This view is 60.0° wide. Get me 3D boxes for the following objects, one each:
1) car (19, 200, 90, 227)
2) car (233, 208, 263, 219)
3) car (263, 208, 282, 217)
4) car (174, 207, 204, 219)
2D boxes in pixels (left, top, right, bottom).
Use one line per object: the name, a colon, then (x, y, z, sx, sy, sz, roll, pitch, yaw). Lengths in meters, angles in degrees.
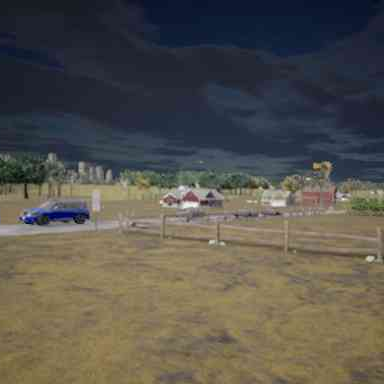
car: (-11.145, 1.712, 27.497, 2.150, 2.045, 5.566, 1, -1, 36)
car: (8.007, 3.148, 49.218, 2.033, 1.411, 5.357, 1, -2, 36)
car: (13.747, 3.515, 57.306, 2.033, 1.411, 5.357, 1, -1, 36)
car: (-0.319, 2.665, 42.575, 2.128, 1.511, 4.902, 1, -1, 36)
